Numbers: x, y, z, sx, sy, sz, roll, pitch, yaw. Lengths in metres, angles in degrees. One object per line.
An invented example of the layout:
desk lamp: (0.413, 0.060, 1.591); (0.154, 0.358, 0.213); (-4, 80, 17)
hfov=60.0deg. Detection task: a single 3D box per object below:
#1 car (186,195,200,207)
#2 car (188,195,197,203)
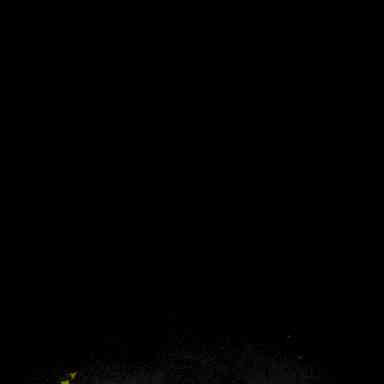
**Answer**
car: (0.119, 1.463, 50.401); (1.882, 1.535, 5.008); (0, 0, 0)
car: (0.109, 1.443, 67.634); (1.837, 1.490, 4.892); (0, 0, 0)
